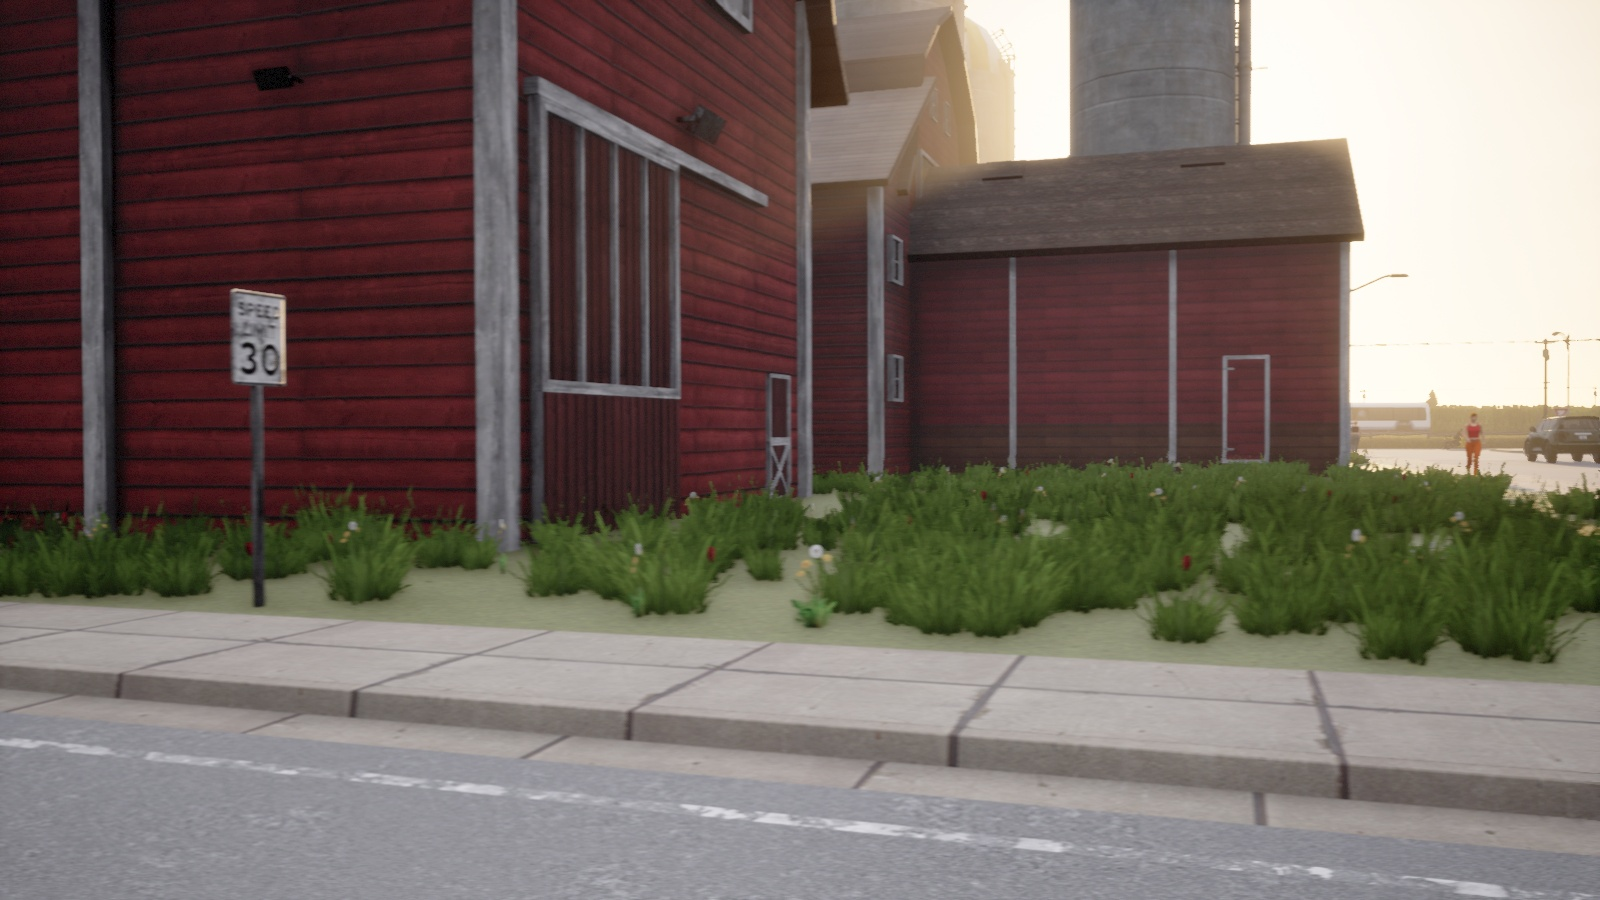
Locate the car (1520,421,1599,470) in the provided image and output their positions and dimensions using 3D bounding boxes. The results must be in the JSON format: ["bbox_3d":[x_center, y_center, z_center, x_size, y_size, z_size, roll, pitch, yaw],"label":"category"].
[{"bbox_3d":[33.652,-0.226,55.371,2.150,2.045,5.566,0,1,18],"label":"car"}]

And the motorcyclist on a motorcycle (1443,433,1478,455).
[{"bbox_3d":[45.746,-0.424,86.957,2.044,1.523,0.797,0,1,18],"label":"motorcyclist on a motorcycle"}]

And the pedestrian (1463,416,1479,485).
[{"bbox_3d":[17.953,0.007,33.602,0.345,1.836,0.594,1,1,25],"label":"pedestrian"}]

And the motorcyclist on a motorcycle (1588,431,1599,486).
[{"bbox_3d":[24.309,0.259,37.486,0.766,1.649,2.350,0,1,18],"label":"motorcyclist on a motorcycle"}]

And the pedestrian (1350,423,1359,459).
[{"bbox_3d":[28.509,-0.450,64.568,0.345,1.836,0.594,1,1,21],"label":"pedestrian"}]
